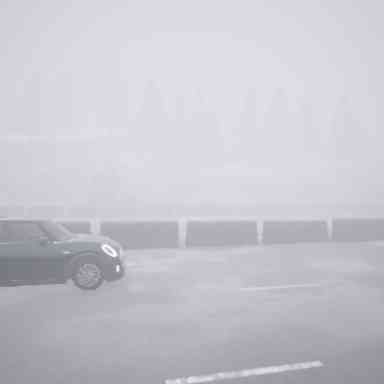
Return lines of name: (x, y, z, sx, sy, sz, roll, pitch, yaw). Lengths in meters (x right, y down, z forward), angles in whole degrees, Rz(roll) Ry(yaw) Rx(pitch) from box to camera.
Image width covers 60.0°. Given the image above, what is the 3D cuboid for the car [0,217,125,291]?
car: (-4.011, 1.418, 8.393, 4.553, 1.767, 2.097, 0, -1, -13)
